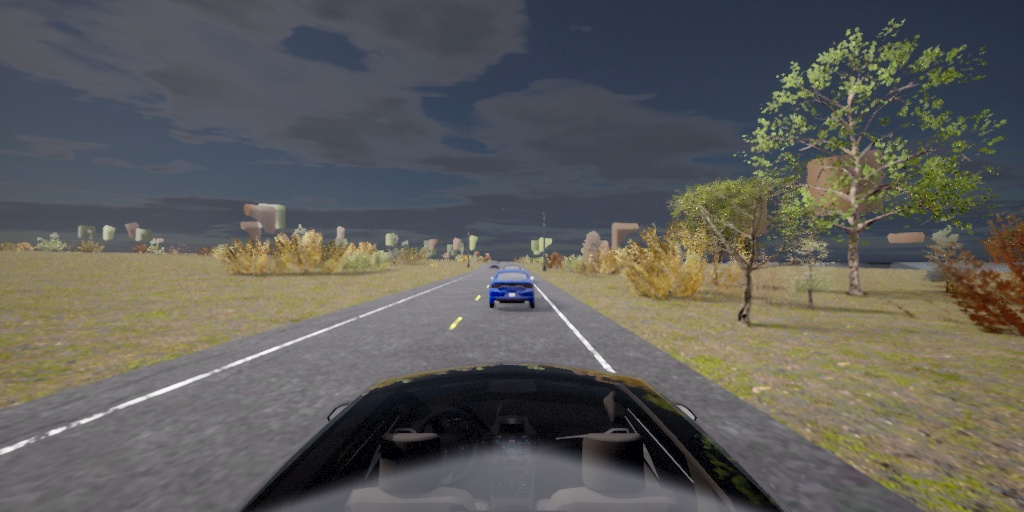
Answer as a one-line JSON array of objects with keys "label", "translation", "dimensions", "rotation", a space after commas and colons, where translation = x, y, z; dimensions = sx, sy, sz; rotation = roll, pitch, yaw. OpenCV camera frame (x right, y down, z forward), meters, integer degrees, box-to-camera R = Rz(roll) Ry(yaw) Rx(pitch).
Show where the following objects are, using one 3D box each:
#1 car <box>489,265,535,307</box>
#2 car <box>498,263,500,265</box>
[{"label": "car", "translation": [0.006, 1.366, 16.323], "dimensions": [1.882, 1.535, 5.008], "rotation": [0, 0, 0]}, {"label": "car", "translation": [0.006, 1.512, 31.334], "dimensions": [1.882, 1.535, 5.008], "rotation": [0, 0, 0]}]
